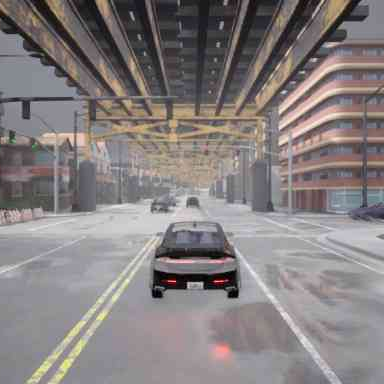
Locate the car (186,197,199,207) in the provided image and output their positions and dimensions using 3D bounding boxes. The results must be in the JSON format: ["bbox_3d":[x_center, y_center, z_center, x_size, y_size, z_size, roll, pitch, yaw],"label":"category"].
[{"bbox_3d":[0.087,1.503,50.828,1.837,1.490,4.892,0,0,0],"label":"car"}]

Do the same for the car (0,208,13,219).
[{"bbox_3d":[-16.769,1.452,25.955,4.974,1.542,2.038,0,0,-20],"label":"car"}]

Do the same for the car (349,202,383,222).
[{"bbox_3d":[14.533,1.525,25.384,4.674,1.442,1.812,0,0,0],"label":"car"}]

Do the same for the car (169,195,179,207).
[{"bbox_3d":[-3.604,1.349,51.689,2.097,1.767,4.553,0,0,0],"label":"car"}]

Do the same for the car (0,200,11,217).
[{"bbox_3d":[-16.817,1.295,25.937,4.536,1.218,1.853,0,0,-20],"label":"car"}]

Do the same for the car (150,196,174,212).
[{"bbox_3d":[-3.607,1.491,37.948,2.128,1.511,4.902,0,0,0],"label":"car"}]

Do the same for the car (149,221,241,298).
[{"bbox_3d":[0.071,1.491,8.480,2.128,1.511,4.902,0,0,0],"label":"car"}]
